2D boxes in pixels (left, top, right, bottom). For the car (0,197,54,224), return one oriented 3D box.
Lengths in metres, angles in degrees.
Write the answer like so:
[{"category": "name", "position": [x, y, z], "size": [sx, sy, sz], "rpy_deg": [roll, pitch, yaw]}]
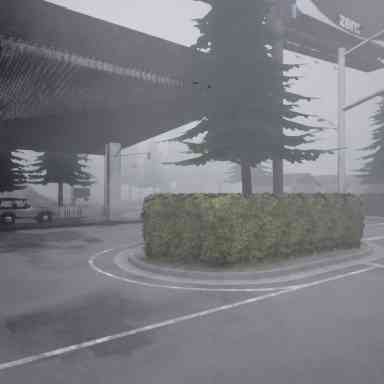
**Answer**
[{"category": "car", "position": [-11.937, 1.313, 23.507], "size": [3.866, 1.878, 1.905], "rpy_deg": [0, 0, -36]}]
